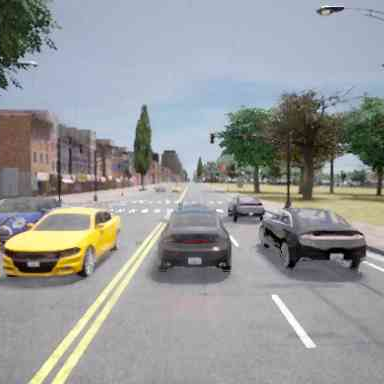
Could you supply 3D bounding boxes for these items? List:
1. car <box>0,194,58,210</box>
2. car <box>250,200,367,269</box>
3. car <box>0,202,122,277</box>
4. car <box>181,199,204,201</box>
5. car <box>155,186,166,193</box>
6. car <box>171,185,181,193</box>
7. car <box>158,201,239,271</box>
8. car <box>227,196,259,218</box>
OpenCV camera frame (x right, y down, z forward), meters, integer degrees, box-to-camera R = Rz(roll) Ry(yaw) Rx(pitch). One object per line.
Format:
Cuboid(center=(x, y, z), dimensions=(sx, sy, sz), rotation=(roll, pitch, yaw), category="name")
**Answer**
Cuboid(center=(-6.587, 0.995, 13.035), dimensions=(2.097, 1.767, 4.553), rotation=(0, 1, 0), category="car")
Cuboid(center=(3.325, 1.208, 10.025), dimensions=(2.128, 1.511, 4.902), rotation=(0, 1, 0), category="car")
Cuboid(center=(-3.345, 1.206, 9.509), dimensions=(1.882, 1.535, 5.008), rotation=(0, 1, 0), category="car")
Cuboid(center=(0.053, 1.061, 21.343), dimensions=(1.895, 1.301, 4.718), rotation=(0, 1, 0), category="car")
Cuboid(center=(-6.499, -0.515, 68.743), dimensions=(1.994, 1.385, 4.181), rotation=(0, 2, 0), category="car")
Cuboid(center=(-3.249, -0.591, 68.742), dimensions=(1.882, 1.535, 5.008), rotation=(0, 2, 0), category="car")
Cuboid(center=(0.075, 1.226, 9.853), dimensions=(1.837, 1.490, 4.892), rotation=(0, 2, 0), category="car")
Cuboid(center=(3.298, 0.964, 20.803), dimensions=(2.128, 1.511, 4.902), rotation=(0, 1, 0), category="car")
